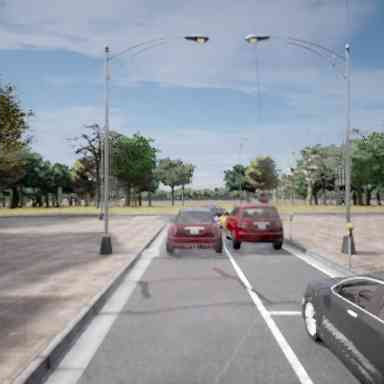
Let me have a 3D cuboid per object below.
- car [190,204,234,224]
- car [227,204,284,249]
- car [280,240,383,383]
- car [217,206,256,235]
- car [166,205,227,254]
[{"bbox_3d":[1.743,1.742,27.465,1.994,1.385,4.181,-1,0,28],"label":"car"},{"bbox_3d":[2.629,1.418,14.899,2.192,1.841,5.009,0,0,0],"label":"car"},{"bbox_3d":[2.636,1.578,3.807,2.008,1.369,4.403,0,0,0],"label":"car"},{"bbox_3d":[2.626,1.667,20.613,1.752,1.417,4.829,0,0,0],"label":"car"},{"bbox_3d":[0.092,1.448,14.018,2.097,1.767,4.553,0,0,0],"label":"car"}]
